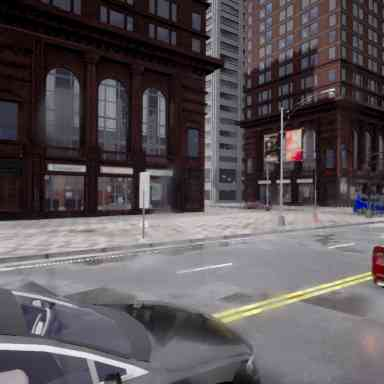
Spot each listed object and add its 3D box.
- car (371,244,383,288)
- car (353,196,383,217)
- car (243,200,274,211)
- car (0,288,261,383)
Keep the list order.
[{"bbox_3d":[6.227,1.488,7.875,5.008,1.535,1.882,0,0,-35],"label":"car"},{"bbox_3d":[17.864,1.360,30.784,2.150,2.045,5.566,1,-1,-36],"label":"car"},{"bbox_3d":[8.694,1.777,43.656,1.994,1.385,4.181,1,-1,-35],"label":"car"},{"bbox_3d":[-1.602,1.492,2.303,4.902,1.511,2.128,0,0,-35],"label":"car"}]
